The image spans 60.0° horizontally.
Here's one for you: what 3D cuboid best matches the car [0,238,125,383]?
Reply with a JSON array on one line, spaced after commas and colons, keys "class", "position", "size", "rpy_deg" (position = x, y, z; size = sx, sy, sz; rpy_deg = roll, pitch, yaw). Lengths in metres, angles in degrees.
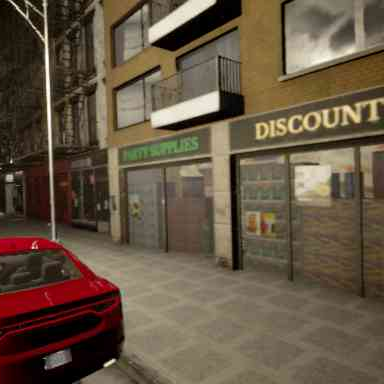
[{"class": "car", "position": [-2.889, 1.446, 5.043], "size": [1.882, 1.535, 5.008], "rpy_deg": [-2, 1, -41]}]
